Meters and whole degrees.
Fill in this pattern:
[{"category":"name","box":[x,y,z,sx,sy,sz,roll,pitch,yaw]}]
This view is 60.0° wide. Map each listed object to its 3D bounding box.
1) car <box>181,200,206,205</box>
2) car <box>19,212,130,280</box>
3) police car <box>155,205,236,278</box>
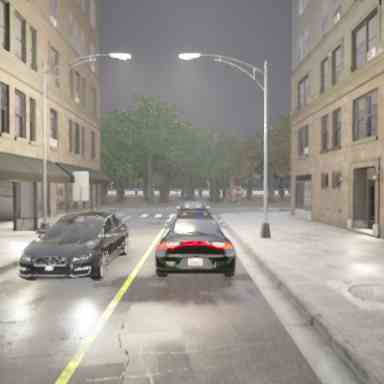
[{"category":"car","box":[0.062,1.240,19.485,2.128,1.511,4.902,0,1,0]},{"category":"car","box":[-3.059,1.381,9.595,1.837,1.490,4.892,0,0,1]},{"category":"police car","box":[0.079,1.374,9.888,2.038,1.542,4.974,0,1,0]}]
